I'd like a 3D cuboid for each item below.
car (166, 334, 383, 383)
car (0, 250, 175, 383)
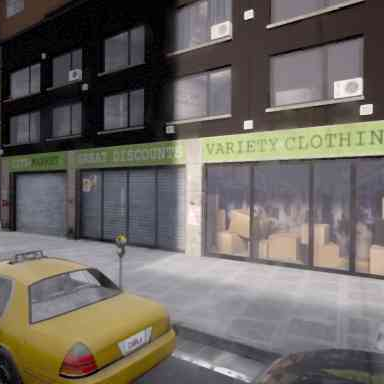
[{"bbox_3d":[2.248,1.551,1.521,4.403,1.369,2.008,0,1,35],"label":"car"},{"bbox_3d":[-2.489,1.524,4.790,4.829,1.417,1.752,0,1,35],"label":"car"}]
